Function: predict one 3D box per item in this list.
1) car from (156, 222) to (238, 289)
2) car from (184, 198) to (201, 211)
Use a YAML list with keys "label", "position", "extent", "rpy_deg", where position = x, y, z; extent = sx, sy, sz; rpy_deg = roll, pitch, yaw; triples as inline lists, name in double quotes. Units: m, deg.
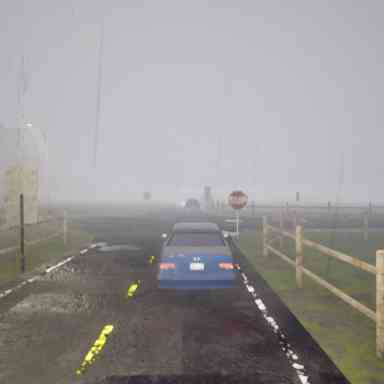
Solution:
- label: "car"
  position: [0.095, 1.562, 9.264]
  extent: [2.033, 1.411, 5.357]
  rpy_deg: [0, 0, 0]
- label: "car"
  position: [0.062, 1.553, 42.513]
  extent: [1.882, 1.535, 5.008]
  rpy_deg: [0, 0, 0]
